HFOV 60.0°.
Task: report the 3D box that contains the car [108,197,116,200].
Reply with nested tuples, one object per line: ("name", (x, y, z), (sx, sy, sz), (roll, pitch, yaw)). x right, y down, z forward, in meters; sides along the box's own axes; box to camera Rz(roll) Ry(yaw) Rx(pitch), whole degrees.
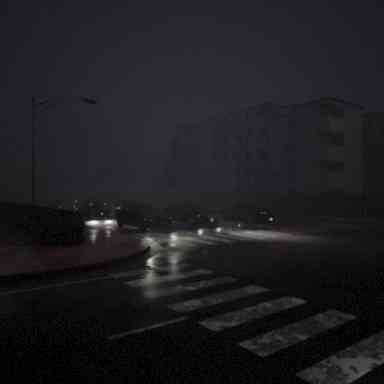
("car", (-5.651, 1.499, 30.364), (1.837, 1.490, 4.892), (0, 0, -35))

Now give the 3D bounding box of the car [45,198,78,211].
("car", (-14.212, 1.597, 36.348), (1.895, 1.301, 4.718), (0, 0, -36))

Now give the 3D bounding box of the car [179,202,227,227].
("car", (-0.230, 1.486, 22.830), (2.128, 1.511, 4.902), (0, 0, -37))

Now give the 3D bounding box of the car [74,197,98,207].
("car", (-16.228, 1.557, 50.828), (1.994, 1.385, 4.181), (0, 0, -40))

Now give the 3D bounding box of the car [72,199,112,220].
("car", (-8.325, 1.560, 28.087), (1.994, 1.385, 4.181), (0, 0, -35))

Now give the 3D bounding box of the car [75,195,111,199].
("car", (-11.501, 1.346, 38.548), (2.097, 1.767, 4.553), (0, 0, -36))

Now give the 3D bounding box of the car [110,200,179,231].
("car", (-3.110, 1.473, 20.756), (1.882, 1.535, 5.008), (0, 0, -35))

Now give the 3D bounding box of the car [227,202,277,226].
("car", (3.741, 1.497, 23.578), (1.837, 1.490, 4.892), (0, 0, -35))

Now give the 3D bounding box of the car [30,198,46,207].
("car", (-20.208, 1.559, 44.552), (1.994, 1.385, 4.181), (0, 0, -38))

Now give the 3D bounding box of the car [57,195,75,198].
("car", (-18.013, 1.347, 47.418), (2.097, 1.767, 4.553), (0, 0, -39))

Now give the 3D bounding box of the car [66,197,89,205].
("car", (-20.795, 1.556, 60.253), (4.181, 1.385, 1.994), (0, 0, 38))

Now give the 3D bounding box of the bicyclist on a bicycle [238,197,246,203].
("bicyclist on a bicycle", (5.115, 1.290, 34.181), (1.656, 1.620, 0.582), (0, 0, -35))
